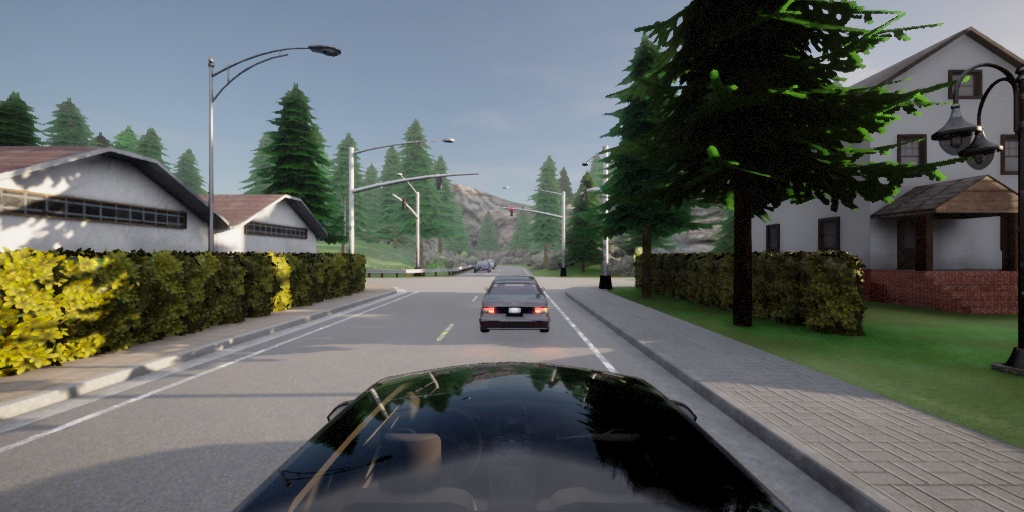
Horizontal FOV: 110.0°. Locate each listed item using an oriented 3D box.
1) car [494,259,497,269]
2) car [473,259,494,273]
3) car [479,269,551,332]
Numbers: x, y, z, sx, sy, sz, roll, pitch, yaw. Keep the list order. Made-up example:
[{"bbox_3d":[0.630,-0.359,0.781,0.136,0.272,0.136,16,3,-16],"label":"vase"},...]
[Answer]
[{"bbox_3d":[-3.546,1.276,53.707,1.812,1.442,4.674,0,0,0],"label":"car"},{"bbox_3d":[-3.555,1.276,43.689,1.812,1.442,4.674,0,0,0],"label":"car"},{"bbox_3d":[0.079,1.297,10.770,2.033,1.411,5.357,0,0,0],"label":"car"}]
